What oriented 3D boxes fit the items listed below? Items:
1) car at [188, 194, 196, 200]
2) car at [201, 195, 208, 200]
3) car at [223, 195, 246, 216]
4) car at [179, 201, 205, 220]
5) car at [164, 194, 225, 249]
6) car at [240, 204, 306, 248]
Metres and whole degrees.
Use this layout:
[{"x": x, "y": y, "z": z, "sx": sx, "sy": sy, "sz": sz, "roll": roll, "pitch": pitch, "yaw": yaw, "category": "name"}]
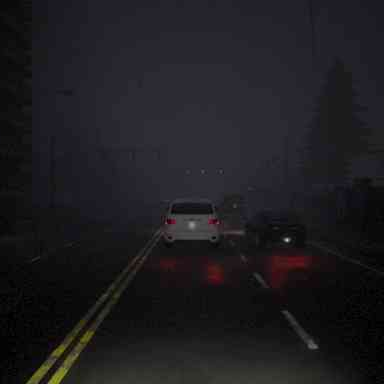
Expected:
[{"x": 0.000, "y": 1.456, "z": 91.657, "sx": 2.128, "sy": 1.511, "sz": 4.902, "roll": 0, "pitch": 0, "yaw": 0, "category": "car"}, {"x": 3.500, "y": 1.461, "z": 91.941, "sx": 1.812, "sy": 1.442, "sz": 4.674, "roll": 0, "pitch": 0, "yaw": 0, "category": "car"}, {"x": 3.500, "y": 1.256, "z": 29.680, "sx": 2.150, "sy": 2.045, "sz": 5.566, "roll": 0, "pitch": 0, "yaw": 0, "category": "car"}, {"x": 0.000, "y": 1.561, "z": 29.650, "sx": 2.033, "sy": 1.411, "sz": 5.357, "roll": 0, "pitch": 0, "yaw": 0, "category": "car"}, {"x": 0.000, "y": 1.256, "z": 14.680, "sx": 2.150, "sy": 2.045, "sz": 5.566, "roll": 0, "pitch": 0, "yaw": 0, "category": "car"}, {"x": 3.500, "y": 1.515, "z": 14.650, "sx": 1.837, "sy": 1.490, "sz": 4.892, "roll": 0, "pitch": 0, "yaw": 0, "category": "car"}]
